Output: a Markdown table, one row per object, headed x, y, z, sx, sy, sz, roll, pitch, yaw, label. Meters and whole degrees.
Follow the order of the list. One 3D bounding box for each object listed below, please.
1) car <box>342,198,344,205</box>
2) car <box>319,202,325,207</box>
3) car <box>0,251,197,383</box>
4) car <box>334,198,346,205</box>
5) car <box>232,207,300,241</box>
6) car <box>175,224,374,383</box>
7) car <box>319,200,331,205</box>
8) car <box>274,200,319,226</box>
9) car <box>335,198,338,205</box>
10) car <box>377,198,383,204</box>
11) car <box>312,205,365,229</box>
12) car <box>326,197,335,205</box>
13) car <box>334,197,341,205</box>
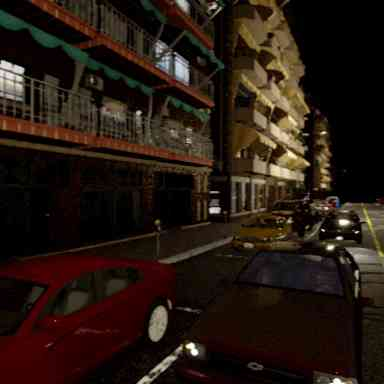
| x | y | z | sx | sy | sz | roll | pitch | yaw | label |
| --- | --- | --- | --- | --- | --- | --- | --- | --- | --- |
| 22.964 | 1.887 | 53.471 | 1.802 | 1.307 | 4.206 | 0 | 0 | 27 | car |
| 8.099 | 1.655 | 23.832 | 2.008 | 1.369 | 4.403 | 0 | 0 | 27 | car |
| -1.813 | 1.530 | 4.072 | 1.887 | 1.381 | 4.507 | 0 | 0 | 27 | car |
| 30.397 | 1.979 | 68.291 | 1.947 | 1.339 | 4.313 | 0 | 0 | 27 | car |
| 3.067 | 1.568 | 13.800 | 1.752 | 1.417 | 4.829 | 0 | 0 | 27 | car |
| 1.775 | 1.568 | 5.426 | 2.033 | 1.411 | 5.357 | 0 | 0 | 27 | car |
| 10.577 | 1.687 | 28.772 | 2.008 | 1.369 | 4.403 | 0 | 0 | 27 | car |
| 5.621 | 1.389 | 18.893 | 2.192 | 1.841 | 5.009 | 0 | 0 | 27 | car |
| 15.531 | 1.767 | 38.651 | 1.947 | 1.339 | 4.313 | 0 | 0 | 27 | car |
| 45.321 | 2.136 | 79.354 | 1.887 | 1.381 | 4.507 | 0 | 0 | 27 | car |
| 7.606 | 1.637 | 16.836 | 2.033 | 1.411 | 5.357 | 0 | 0 | 27 | car |
| 13.054 | 1.608 | 33.711 | 1.967 | 1.590 | 4.097 | 0 | 0 | 27 | car |
| 18.009 | 1.780 | 43.591 | 1.887 | 1.381 | 4.507 | 0 | 0 | 27 | car |
